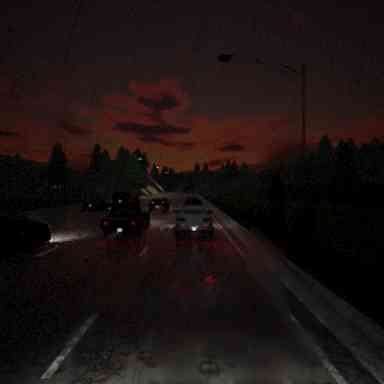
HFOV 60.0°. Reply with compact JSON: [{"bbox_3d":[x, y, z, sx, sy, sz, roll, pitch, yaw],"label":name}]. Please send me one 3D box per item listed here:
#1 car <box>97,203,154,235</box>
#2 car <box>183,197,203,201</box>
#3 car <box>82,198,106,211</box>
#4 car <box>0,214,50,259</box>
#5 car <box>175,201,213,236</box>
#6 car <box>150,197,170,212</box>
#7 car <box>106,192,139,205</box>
[{"bbox_3d":[-3.398,1.479,17.868,1.895,1.301,4.718,0,0,0],"label":"car"},{"bbox_3d":[0.104,1.266,35.281,1.837,1.490,4.892,0,0,0],"label":"car"},{"bbox_3d":[-10.397,1.320,36.068,1.994,1.385,4.181,0,0,0],"label":"car"},{"bbox_3d":[-6.900,1.481,12.213,1.994,1.385,4.181,0,0,0],"label":"car"},{"bbox_3d":[0.089,1.408,17.347,1.812,1.442,4.674,0,0,0],"label":"car"},{"bbox_3d":[-3.396,1.253,35.221,2.128,1.511,4.902,0,0,0],"label":"car"},{"bbox_3d":[-6.896,0.988,34.499,2.150,2.045,5.566,0,0,0],"label":"car"}]
